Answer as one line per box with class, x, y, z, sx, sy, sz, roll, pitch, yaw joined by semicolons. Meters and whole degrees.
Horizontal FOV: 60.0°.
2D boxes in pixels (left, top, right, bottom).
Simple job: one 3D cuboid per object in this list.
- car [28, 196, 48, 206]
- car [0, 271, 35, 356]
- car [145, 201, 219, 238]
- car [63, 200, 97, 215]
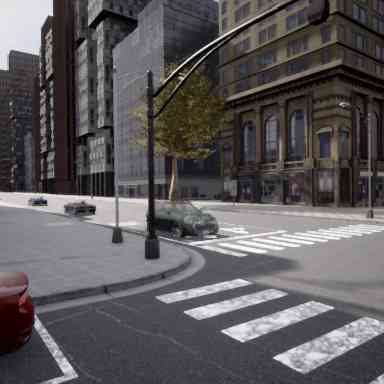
car;-21.629;1.270;46.670;1.895;1.301;4.718;-1;1;-36
car;-4.209;1.545;3.634;4.507;1.381;1.887;0;-1;-36
car;-0.638;1.310;17.624;2.097;1.767;4.553;-1;1;-36
car;-10.643;1.420;31.403;1.895;1.301;4.718;-1;1;-36
